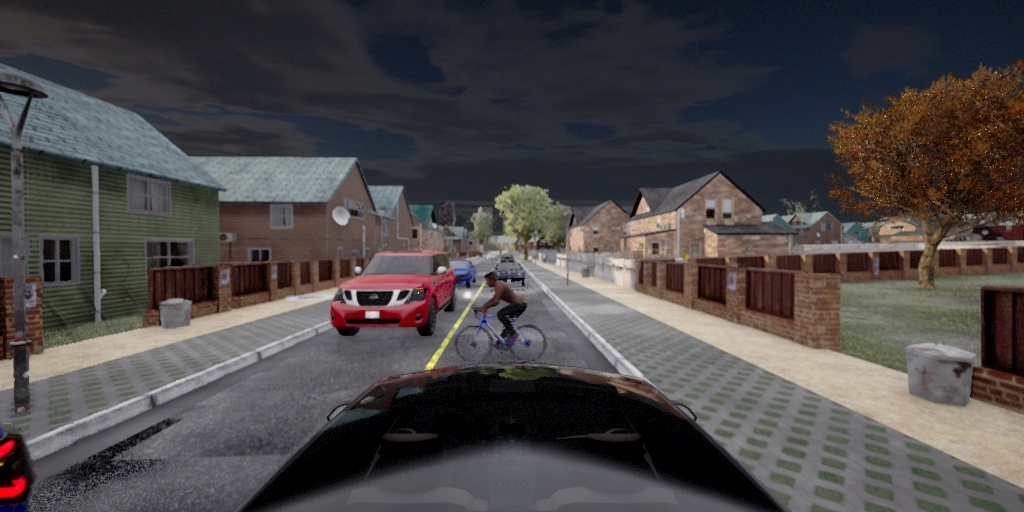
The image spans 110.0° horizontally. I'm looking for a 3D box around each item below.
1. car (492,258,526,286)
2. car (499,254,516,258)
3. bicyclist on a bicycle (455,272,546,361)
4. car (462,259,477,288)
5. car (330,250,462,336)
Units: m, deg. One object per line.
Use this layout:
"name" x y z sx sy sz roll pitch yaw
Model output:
"car" -0.209 1.020 21.860 1.895 1.301 4.718 0 1 -1
"car" -0.606 0.494 46.455 1.837 1.490 4.892 0 1 -1
"bicyclist on a bicycle" -0.204 1.110 6.432 1.656 1.620 0.582 0 1 -1
"car" -3.130 0.917 20.643 1.882 1.535 5.008 0 1 -1
"car" -2.964 0.832 10.274 2.150 2.045 5.566 0 1 -1
